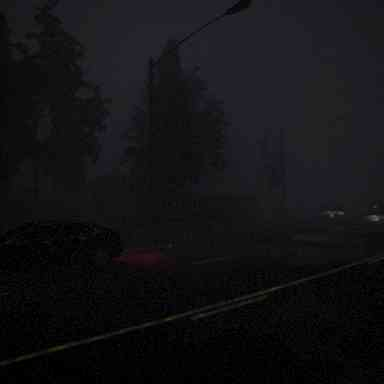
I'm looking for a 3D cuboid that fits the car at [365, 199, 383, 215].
[{"bbox_3d":[20.897,1.628,37.124,2.097,1.767,4.553,-1,-1,16],"label":"car"}]

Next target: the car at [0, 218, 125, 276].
[{"bbox_3d":[-4.367,1.545,9.658,4.892,1.490,1.837,0,0,-38],"label":"car"}]

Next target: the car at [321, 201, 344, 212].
[{"bbox_3d":[19.383,1.973,46.108,2.033,1.411,5.357,-1,-1,7],"label":"car"}]
